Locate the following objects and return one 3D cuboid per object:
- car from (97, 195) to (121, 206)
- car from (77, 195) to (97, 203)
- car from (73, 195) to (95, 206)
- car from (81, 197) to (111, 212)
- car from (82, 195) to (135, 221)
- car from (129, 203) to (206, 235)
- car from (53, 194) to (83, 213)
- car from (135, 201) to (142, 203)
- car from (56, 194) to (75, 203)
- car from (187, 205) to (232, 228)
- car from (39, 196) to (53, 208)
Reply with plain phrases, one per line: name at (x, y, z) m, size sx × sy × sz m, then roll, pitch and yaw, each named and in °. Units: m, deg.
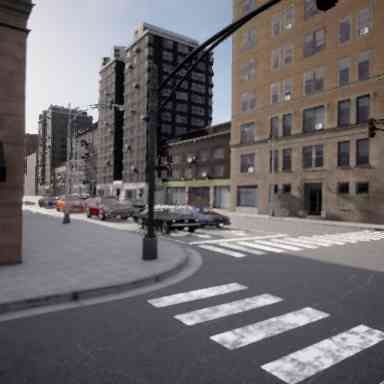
car at (-13.227, 1.357, 52.765) m, size 1.882 × 1.535 × 5.008 m, roll 1°, pitch 0°, yaw -35°
car at (-19.516, 1.278, 61.695) m, size 2.128 × 1.511 × 4.902 m, roll 1°, pitch 0°, yaw -35°
car at (-17.047, 1.272, 52.510) m, size 1.882 × 1.535 × 5.008 m, roll 1°, pitch 0°, yaw -35°
car at (-11.013, 1.375, 37.986) m, size 1.812 × 1.442 × 4.674 m, roll 1°, pitch 0°, yaw -35°
car at (-6.628, 1.228, 26.086) m, size 2.097 × 1.767 × 4.553 m, roll 1°, pitch 0°, yaw -35°
car at (-1.528, 1.543, 18.807) m, size 1.895 × 1.301 × 4.718 m, roll 1°, pitch 0°, yaw -35°
car at (-12.479, 1.150, 34.419) m, size 2.097 × 1.767 × 4.553 m, roll 1°, pitch 0°, yaw -35°
car at (-5.151, 1.492, 29.616) m, size 1.994 × 1.385 × 4.181 m, roll 1°, pitch 0°, yaw -35°
car at (-23.347, 1.193, 61.414) m, size 2.128 × 1.511 × 4.902 m, roll 1°, pitch 0°, yaw -35°
car at (0.233, 1.545, 21.961) m, size 2.033 × 1.411 × 5.357 m, roll 1°, pitch 0°, yaw -35°
car at (-18.459, 1.262, 42.987) m, size 2.033 × 1.411 × 5.357 m, roll 1°, pitch 0°, yaw -34°
